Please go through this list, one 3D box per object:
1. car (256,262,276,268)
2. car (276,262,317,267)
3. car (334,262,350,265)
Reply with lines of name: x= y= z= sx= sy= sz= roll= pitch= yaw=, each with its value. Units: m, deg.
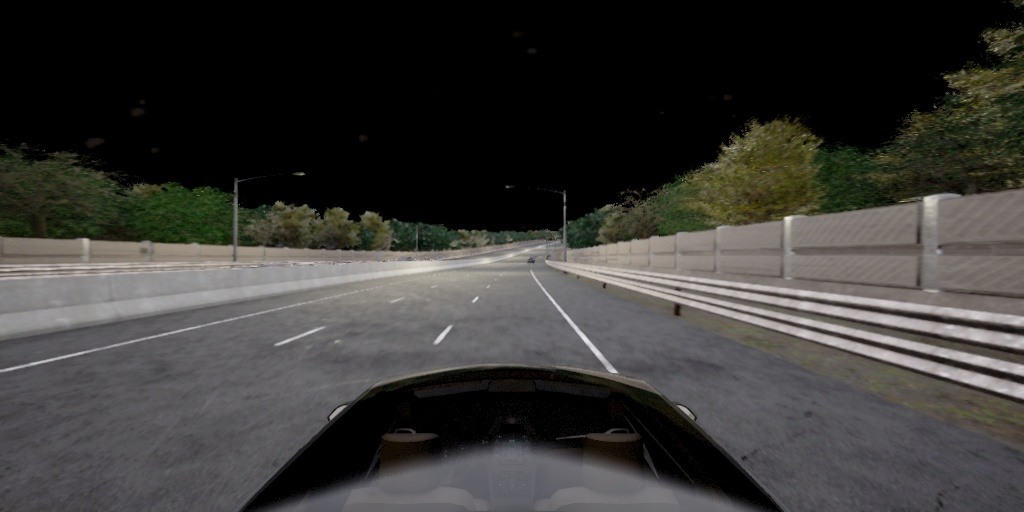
car: x=-24.083 y=1.305 z=36.387 sx=1.994 sy=1.385 sz=4.181 roll=0 pitch=0 yaw=2
car: x=-20.617 y=1.351 z=35.524 sx=1.895 sy=1.301 sz=4.718 roll=0 pitch=0 yaw=2
car: x=-17.088 y=1.329 z=36.203 sx=1.994 sy=1.385 sz=4.181 roll=0 pitch=0 yaw=2
